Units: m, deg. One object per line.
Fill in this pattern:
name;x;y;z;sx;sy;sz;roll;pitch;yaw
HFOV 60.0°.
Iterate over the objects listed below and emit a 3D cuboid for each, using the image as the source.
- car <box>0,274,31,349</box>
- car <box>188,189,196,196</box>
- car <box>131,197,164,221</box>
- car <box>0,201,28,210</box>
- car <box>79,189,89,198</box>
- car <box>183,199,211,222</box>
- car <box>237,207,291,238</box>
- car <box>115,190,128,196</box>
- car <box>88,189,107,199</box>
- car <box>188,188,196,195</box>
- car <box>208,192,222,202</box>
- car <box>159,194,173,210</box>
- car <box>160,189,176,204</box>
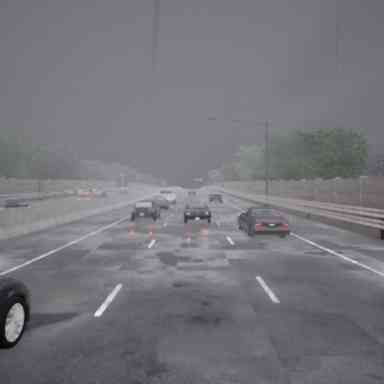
car;-3.498;1.525;3.425;1.837;1.490;4.892;0;0;0
car;0.030;0.133;76.305;1.837;1.490;4.892;0;2;0
car;-3.489;1.366;25.418;1.812;1.442;4.674;0;1;0
car;-14.090;1.400;24.599;2.033;1.411;5.357;0;1;0
car;-20.974;0.275;66.301;2.097;1.767;4.553;0;2;0
car;0.305;1.453;24.602;1.895;1.301;4.718;0;1;-1
car;3.605;1.505;17.467;2.033;1.411;5.357;0;1;0
car;-13.979;0.421;66.300;1.837;1.490;4.892;0;2;0
car;-17.506;0.553;63.004;1.812;1.442;4.674;0;2;1
car;0.035;-0.141;86.437;2.128;1.511;4.902;0;2;0
car;3.621;0.826;52.120;1.837;1.490;4.892;0;2;0
car;-3.485;1.219;36.421;1.994;1.385;4.181;0;1;0
car;-3.481;0.647;47.446;2.150;2.045;5.566;0;1;0
